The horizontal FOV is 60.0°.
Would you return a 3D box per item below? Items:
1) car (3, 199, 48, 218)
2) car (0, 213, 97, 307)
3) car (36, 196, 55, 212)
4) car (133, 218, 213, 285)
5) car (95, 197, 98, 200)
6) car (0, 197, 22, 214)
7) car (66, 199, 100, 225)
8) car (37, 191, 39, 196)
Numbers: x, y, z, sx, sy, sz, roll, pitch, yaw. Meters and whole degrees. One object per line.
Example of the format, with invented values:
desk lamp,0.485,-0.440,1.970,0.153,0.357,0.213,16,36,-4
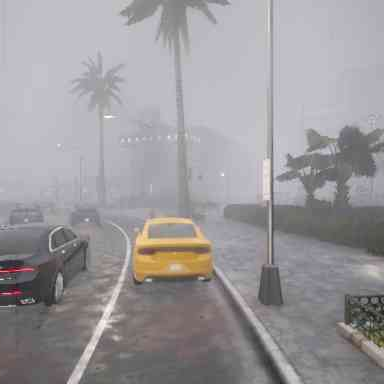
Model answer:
car,-10.969,1.483,22.263,2.128,1.511,4.902,0,0,-23
car,-3.711,1.503,7.909,1.837,1.490,4.892,0,0,-7
car,-16.992,1.492,37.174,1.837,1.490,4.892,1,0,-44
car,-0.674,1.477,9.661,1.882,1.535,5.008,0,0,-7
car,-26.644,1.554,85.529,4.718,1.301,1.895,0,0,24
car,-19.876,1.489,35.154,1.837,1.490,4.892,1,0,-44
car,-7.674,1.501,23.421,1.837,1.490,4.892,1,0,-23
car,-33.931,1.226,68.961,4.553,1.767,2.185,0,0,24
